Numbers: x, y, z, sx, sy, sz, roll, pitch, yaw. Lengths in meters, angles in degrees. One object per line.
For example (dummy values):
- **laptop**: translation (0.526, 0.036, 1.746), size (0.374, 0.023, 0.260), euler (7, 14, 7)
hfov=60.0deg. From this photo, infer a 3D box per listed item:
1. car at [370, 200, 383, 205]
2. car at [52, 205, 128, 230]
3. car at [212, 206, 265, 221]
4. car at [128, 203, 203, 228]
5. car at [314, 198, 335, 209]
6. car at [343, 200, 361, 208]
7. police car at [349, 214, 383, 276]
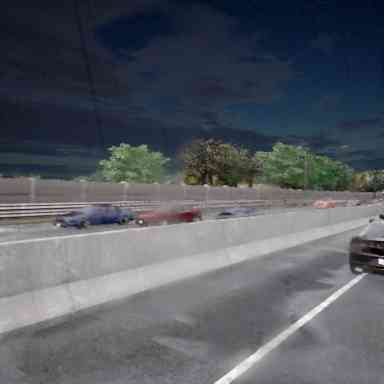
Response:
- **car**: translation (30.320, 2.082, 53.890), size (2.033, 1.411, 5.357), euler (0, -1, 40)
- **car**: translation (-5.963, 1.522, 21.124), size (2.033, 1.411, 5.357), euler (0, 0, 40)
- **car**: translation (3.015, 1.614, 20.990), size (1.994, 1.385, 4.181), euler (0, 0, 40)
- **car**: translation (-1.370, 1.490, 21.180), size (1.882, 1.535, 5.008), euler (0, 0, 40)
- **car**: translation (21.774, 1.782, 54.577), size (2.097, 1.767, 4.553), euler (0, 0, 40)
- **car**: translation (26.329, 2.014, 54.577), size (1.812, 1.442, 4.674), euler (0, -1, 40)
- **police car**: translation (6.219, 1.478, 9.885), size (1.930, 1.638, 5.238), euler (0, 0, 40)
